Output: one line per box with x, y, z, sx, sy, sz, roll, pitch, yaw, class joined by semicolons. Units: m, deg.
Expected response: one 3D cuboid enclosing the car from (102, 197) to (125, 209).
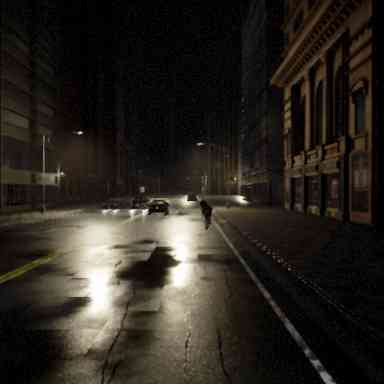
-9.829;1.391;42.118;2.033;1.411;5.357;0;0;0;car

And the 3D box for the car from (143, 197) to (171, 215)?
-3.144;1.446;32.523;2.033;1.411;5.357;0;0;0;car

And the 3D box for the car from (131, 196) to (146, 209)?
-6.575;1.344;42.558;1.837;1.490;4.892;0;1;0;car

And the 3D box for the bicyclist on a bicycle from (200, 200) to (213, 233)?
0.900;1.416;18.608;0.582;1.620;1.656;0;0;0;bicyclist on a bicycle

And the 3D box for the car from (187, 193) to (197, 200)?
0.013;1.089;80.105;2.128;1.511;4.902;0;1;0;car

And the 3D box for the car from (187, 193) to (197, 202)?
0.062;1.239;67.018;1.994;1.385;4.181;0;0;0;car

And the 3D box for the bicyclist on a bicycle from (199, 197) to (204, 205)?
0.901;1.296;27.537;0.659;1.776;1.843;0;0;0;bicyclist on a bicycle
